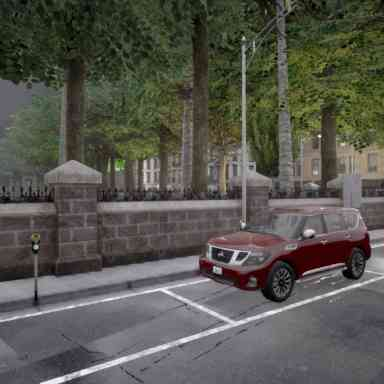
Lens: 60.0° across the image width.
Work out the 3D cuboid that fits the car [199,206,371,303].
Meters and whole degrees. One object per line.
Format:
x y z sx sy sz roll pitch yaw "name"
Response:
2.563 1.314 8.419 5.009 1.841 2.192 0 0 -36 "car"
